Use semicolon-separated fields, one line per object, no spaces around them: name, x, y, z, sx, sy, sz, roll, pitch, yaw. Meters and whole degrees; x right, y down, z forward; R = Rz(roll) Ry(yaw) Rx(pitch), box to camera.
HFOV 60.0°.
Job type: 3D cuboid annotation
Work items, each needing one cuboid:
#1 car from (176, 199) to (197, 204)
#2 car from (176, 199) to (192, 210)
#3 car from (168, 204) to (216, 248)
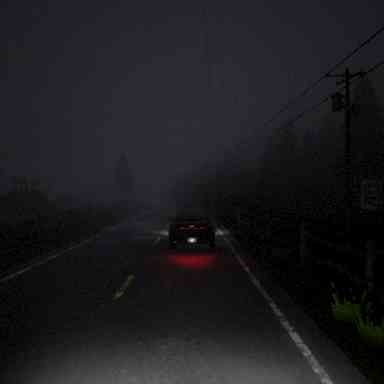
car;-0.232;1.563;29.708;2.033;1.411;5.357;0;0;-2
car;-1.184;1.616;44.984;1.895;1.301;4.718;0;0;-5
car;0.000;1.516;14.650;1.837;1.490;4.892;0;0;0
